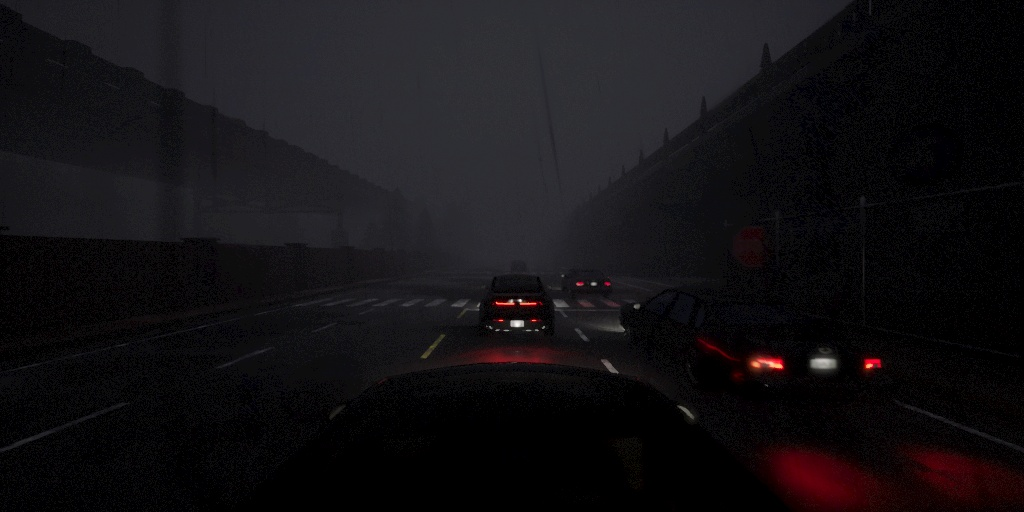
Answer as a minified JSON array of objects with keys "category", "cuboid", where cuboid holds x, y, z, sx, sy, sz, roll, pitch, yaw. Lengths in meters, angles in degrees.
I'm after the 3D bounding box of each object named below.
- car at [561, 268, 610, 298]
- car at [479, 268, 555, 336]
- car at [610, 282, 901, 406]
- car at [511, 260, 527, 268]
[{"category":"car","cuboid":[3.696,1.297,18.514,2.033,1.411,5.357,0,0,1]},{"category":"car","cuboid":[0.122,1.255,10.374,1.837,1.490,4.892,0,0,0]},{"category":"car","cuboid":[3.616,1.298,6.661,2.033,1.411,5.357,0,0,0]},{"category":"car","cuboid":[0.846,1.228,44.946,1.882,1.535,5.008,0,0,1]}]
